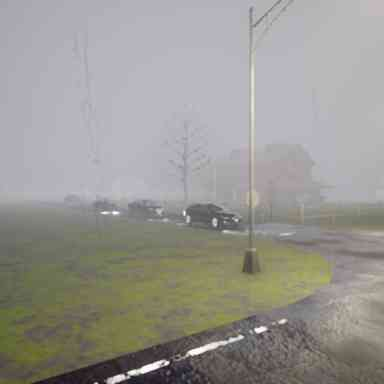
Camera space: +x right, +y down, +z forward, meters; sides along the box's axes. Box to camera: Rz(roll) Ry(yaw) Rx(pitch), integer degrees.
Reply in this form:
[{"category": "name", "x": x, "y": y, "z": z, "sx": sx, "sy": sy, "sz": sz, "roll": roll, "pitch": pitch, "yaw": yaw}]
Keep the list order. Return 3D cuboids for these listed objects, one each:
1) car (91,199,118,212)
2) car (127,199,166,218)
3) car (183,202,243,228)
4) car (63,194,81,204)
[{"category": "car", "x": -9.996, "y": 1.479, "z": 38.023, "sx": 1.994, "sy": 1.385, "sz": 4.181, "roll": 0, "pitch": 0, "yaw": -36}, {"category": "car", "x": -4.118, "y": 1.430, "z": 29.681, "sx": 2.128, "sy": 1.511, "sz": 4.902, "roll": 0, "pitch": 0, "yaw": -35}, {"category": "car", "x": 1.277, "y": 1.470, "z": 22.028, "sx": 1.837, "sy": 1.490, "sz": 4.892, "roll": 0, "pitch": 0, "yaw": -35}, {"category": "car", "x": -21.470, "y": 1.207, "z": 59.394, "sx": 2.097, "sy": 1.767, "sz": 4.553, "roll": 0, "pitch": 0, "yaw": -35}]
